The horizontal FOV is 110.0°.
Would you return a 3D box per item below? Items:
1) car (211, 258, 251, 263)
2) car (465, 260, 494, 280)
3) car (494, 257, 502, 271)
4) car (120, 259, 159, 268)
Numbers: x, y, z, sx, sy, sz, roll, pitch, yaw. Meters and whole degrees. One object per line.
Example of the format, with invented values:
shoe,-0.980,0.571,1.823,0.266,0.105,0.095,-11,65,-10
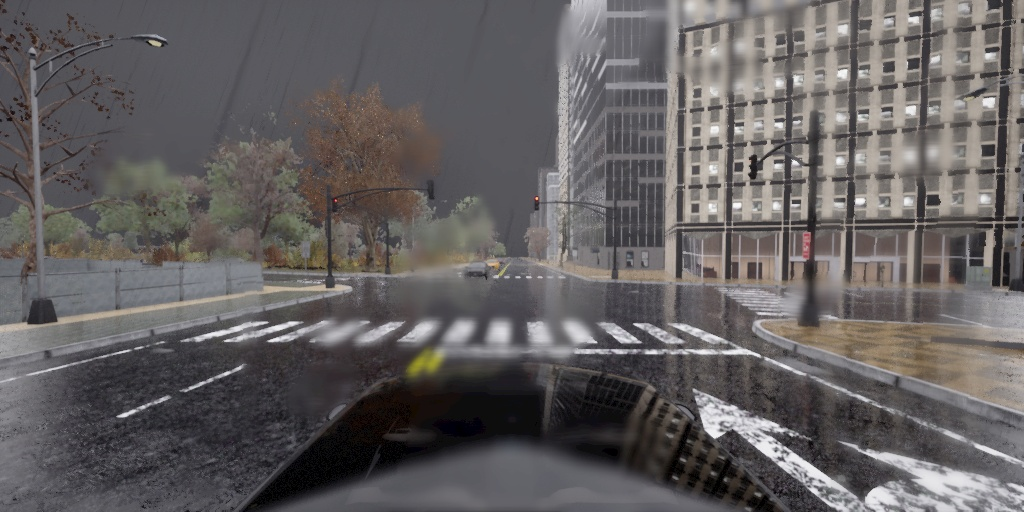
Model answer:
car,-22.757,0.950,29.399,4.553,1.767,2.097,0,2,21
car,-2.953,1.253,31.676,1.882,1.535,5.008,0,0,1
car,-2.766,1.239,50.372,1.882,1.535,5.008,0,0,1
car,-36.760,1.022,34.862,5.357,1.411,2.033,1,2,21
